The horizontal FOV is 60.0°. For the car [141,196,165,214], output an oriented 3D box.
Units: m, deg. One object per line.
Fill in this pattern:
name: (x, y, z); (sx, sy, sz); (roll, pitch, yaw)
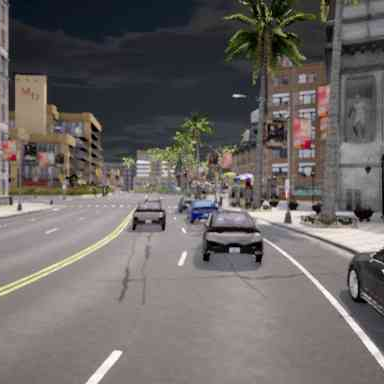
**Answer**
car: (-3.718, 1.192, 31.739); (2.128, 1.511, 4.902); (0, 1, -6)

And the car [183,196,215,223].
car: (0.693, 1.273, 23.280); (1.882, 1.535, 5.008); (0, 0, -5)

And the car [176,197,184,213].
car: (-0.416, 1.211, 32.733); (1.837, 1.490, 4.892); (0, 1, -6)

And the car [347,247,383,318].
car: (3.910, 1.475, 5.084); (1.837, 1.490, 4.892); (0, 1, 9)

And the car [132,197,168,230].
car: (-2.474, 1.304, 19.797); (2.128, 1.511, 4.902); (0, 1, -5)

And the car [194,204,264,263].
car: (1.302, 1.391, 11.669); (2.128, 1.511, 4.902); (0, 0, 3)
